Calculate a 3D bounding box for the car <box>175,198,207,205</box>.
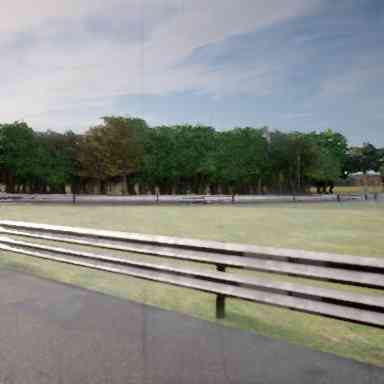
[{"bbox_3d":[-0.138,1.145,47.769,4.718,1.301,1.895,0,0,-12],"label":"car"}]
